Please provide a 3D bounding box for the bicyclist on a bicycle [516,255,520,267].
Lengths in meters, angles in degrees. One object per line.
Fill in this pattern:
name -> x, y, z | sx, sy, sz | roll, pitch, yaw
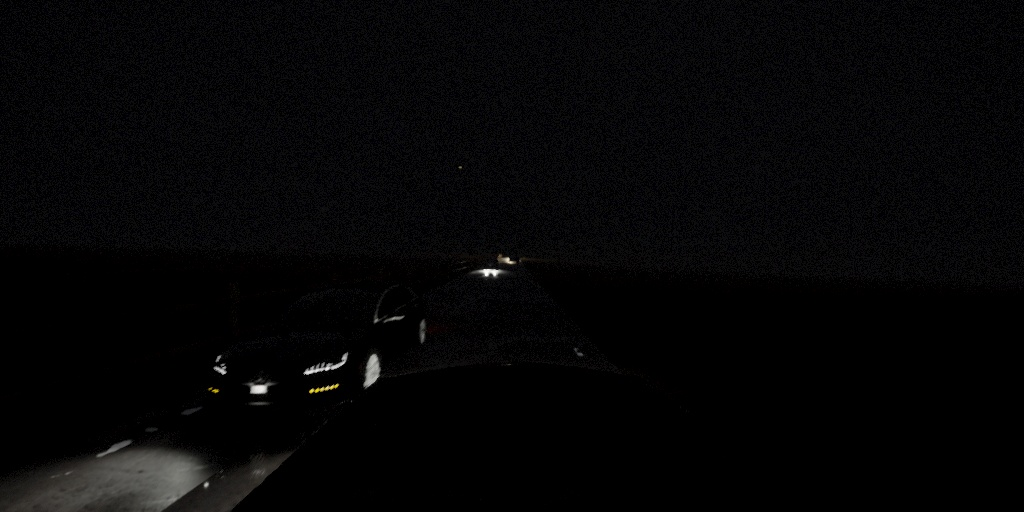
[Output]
bicyclist on a bicycle -> 0.861, 0.787, 51.243 | 0.659, 1.776, 1.843 | 0, 1, 0

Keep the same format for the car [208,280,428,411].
car -> -2.849, 1.245, 6.462 | 1.837, 1.490, 4.892 | 0, 0, 0

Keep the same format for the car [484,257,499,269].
car -> -2.732, 0.943, 48.123 | 2.128, 1.511, 4.902 | 0, 1, 1
